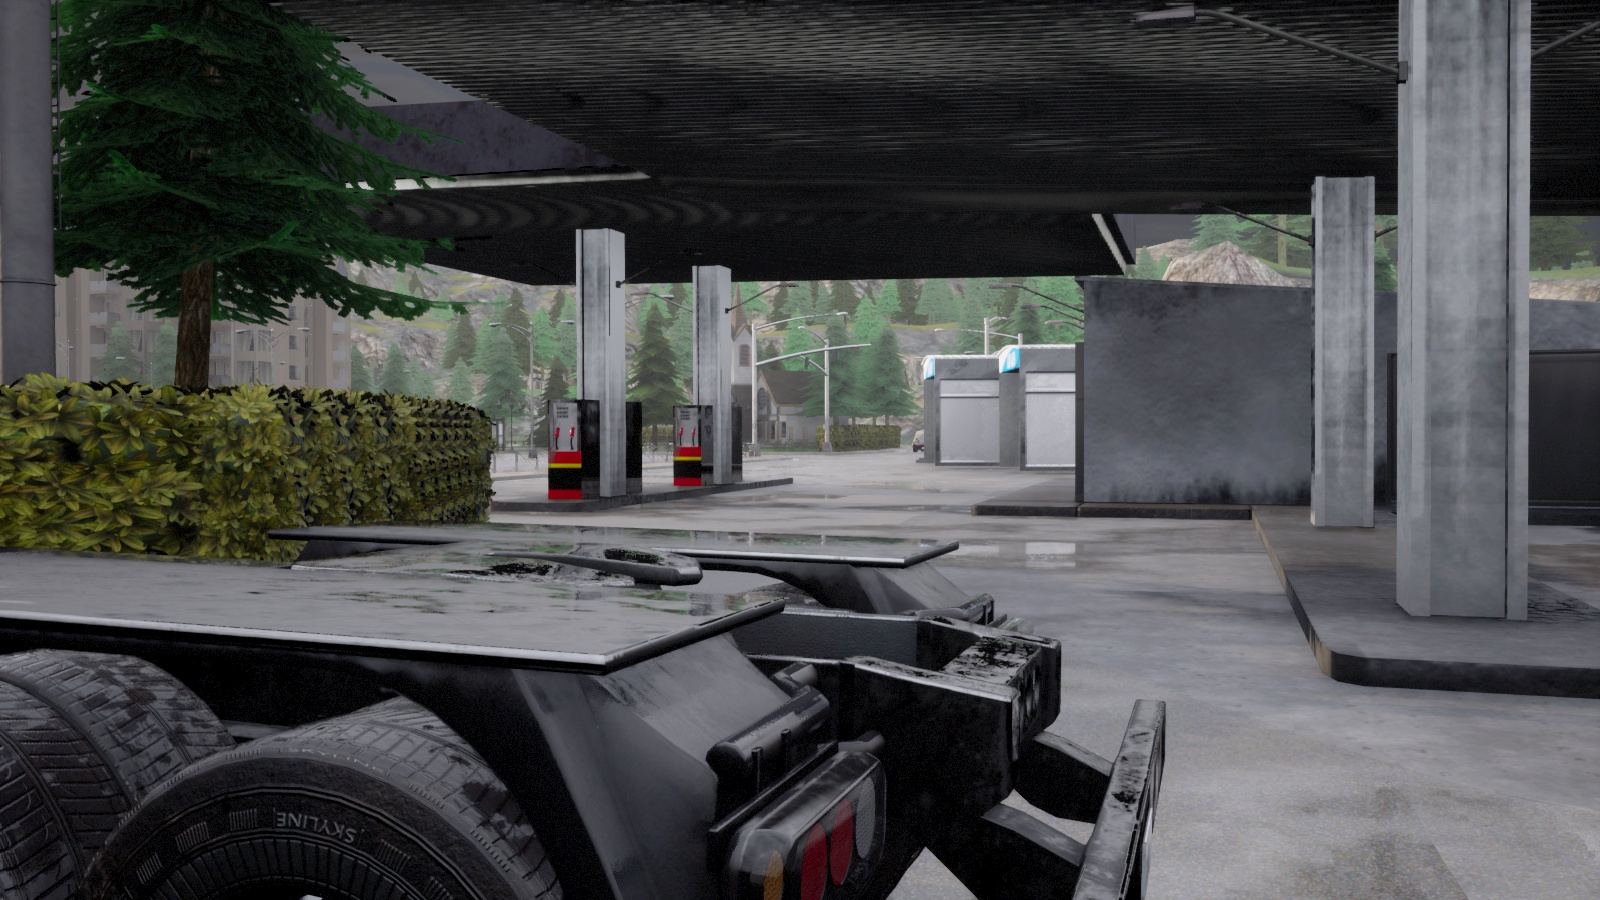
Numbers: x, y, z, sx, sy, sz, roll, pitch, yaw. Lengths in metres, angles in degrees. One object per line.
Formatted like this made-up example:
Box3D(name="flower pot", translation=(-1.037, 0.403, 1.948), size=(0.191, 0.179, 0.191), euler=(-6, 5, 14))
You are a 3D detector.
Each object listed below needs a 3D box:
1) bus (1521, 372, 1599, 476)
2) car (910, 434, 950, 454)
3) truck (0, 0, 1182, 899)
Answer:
Box3D(name="bus", translation=(35.232, -1.096, 54.297), size=(3.944, 4.253, 10.273), euler=(1, 1, 11))
Box3D(name="car", translation=(10.122, -0.504, 97.455), size=(2.163, 1.488, 4.792), euler=(0, 1, 17))
Box3D(name="truck", translation=(-2.955, -0.168, 4.152), size=(7.936, 3.462, 2.891), euler=(1, 0, 18))
